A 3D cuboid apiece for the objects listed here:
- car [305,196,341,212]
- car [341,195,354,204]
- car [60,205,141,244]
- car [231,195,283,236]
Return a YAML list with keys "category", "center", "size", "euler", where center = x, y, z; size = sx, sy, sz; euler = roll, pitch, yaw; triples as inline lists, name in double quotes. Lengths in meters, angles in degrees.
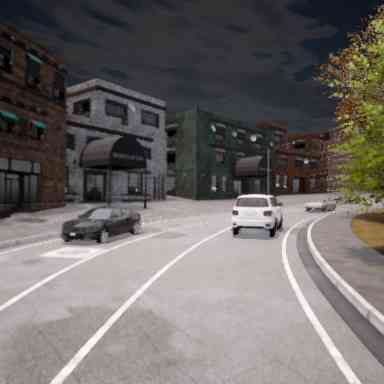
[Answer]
- category: "car"
  center: [13.631, 1.332, 35.010]
  size: [1.895, 1.301, 4.718]
  euler: [0, 1, 41]
- category: "car"
  center: [22.583, 1.013, 48.404]
  size: [5.357, 1.411, 2.033]
  euler: [-2, 0, -38]
- category: "car"
  center: [-4.140, 1.432, 15.863]
  size: [1.882, 1.535, 5.008]
  euler: [0, 0, 16]
- category: "car"
  center: [3.713, 1.165, 18.425]
  size: [2.150, 2.045, 5.566]
  euler: [0, 0, 20]
